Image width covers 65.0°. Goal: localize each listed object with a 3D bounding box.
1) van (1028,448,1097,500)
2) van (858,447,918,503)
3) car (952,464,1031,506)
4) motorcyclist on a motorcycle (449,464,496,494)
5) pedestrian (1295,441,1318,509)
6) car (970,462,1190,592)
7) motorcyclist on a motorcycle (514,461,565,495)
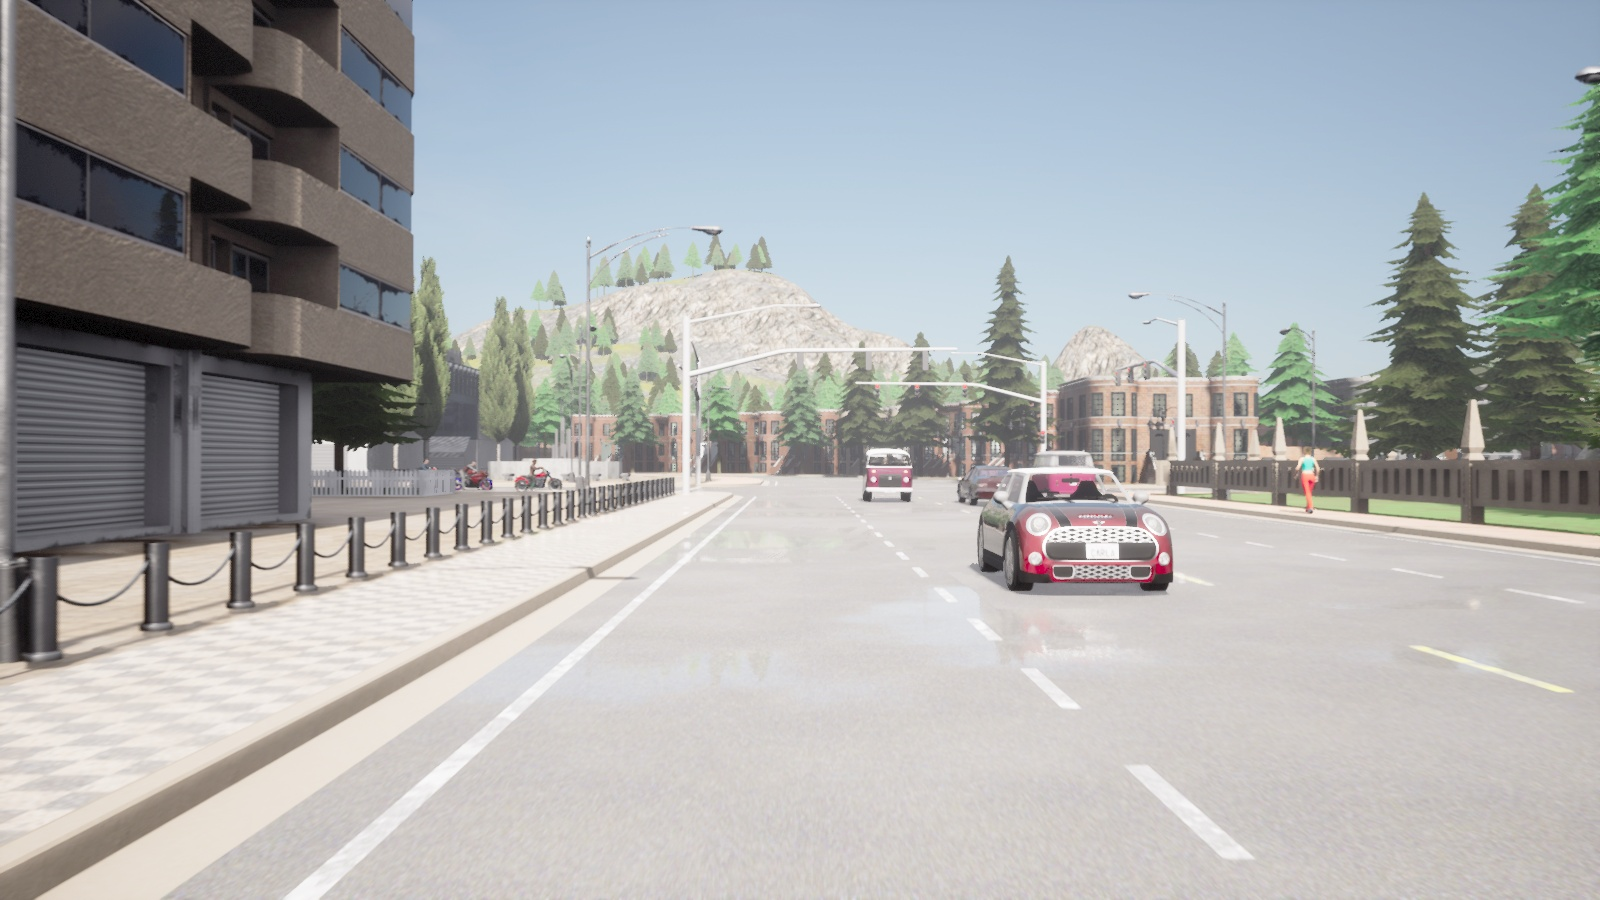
[{"bbox_3d":[10.364,0.935,49.876,1.775,1.987,4.442,0,0,0],"label":"van"},{"bbox_3d":[3.342,0.935,48.603,2.069,2.038,4.480,0,0,1],"label":"van"},{"bbox_3d":[6.876,1.213,45.617,2.033,1.411,5.357,0,0,0],"label":"car"},{"bbox_3d":[-16.876,1.499,64.725,2.191,1.530,0.866,0,0,0],"label":"motorcyclist on a motorcycle"},{"bbox_3d":[13.848,0.688,34.328,0.345,1.836,0.594,0,0,-2],"label":"pedestrian"},{"bbox_3d":[3.455,0.899,16.249,1.970,1.475,3.806,0,0,0],"label":"car"},{"bbox_3d":[-12.707,1.361,61.240,2.350,1.649,0.766,0,0,0],"label":"motorcyclist on a motorcycle"}]
